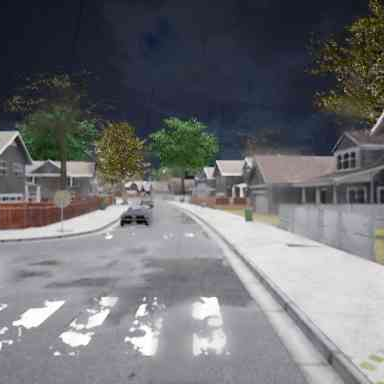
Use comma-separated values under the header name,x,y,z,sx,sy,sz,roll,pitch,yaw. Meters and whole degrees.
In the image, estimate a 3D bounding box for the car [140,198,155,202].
name,x,y,z,sx,sy,sz,roll,pitch,yaw
car,-6.293,1.530,47.000,2.033,1.411,5.357,0,0,-8

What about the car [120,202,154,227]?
name,x,y,z,sx,sy,sz,roll,pitch,yaw
car,-3.670,1.598,22.730,1.895,1.301,4.718,0,0,-3
